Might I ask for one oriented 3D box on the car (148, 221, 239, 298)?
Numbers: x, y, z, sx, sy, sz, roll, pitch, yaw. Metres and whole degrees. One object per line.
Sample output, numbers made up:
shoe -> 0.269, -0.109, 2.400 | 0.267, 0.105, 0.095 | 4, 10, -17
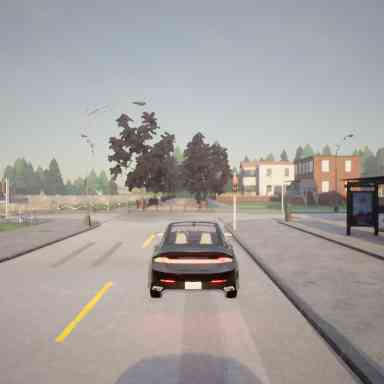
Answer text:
car -> 0.049, 1.492, 8.484 | 2.128, 1.511, 4.902 | 0, 0, 1

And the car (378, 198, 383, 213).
car -> 18.442, 1.352, 33.377 | 4.553, 1.767, 2.097 | 0, 0, 0
